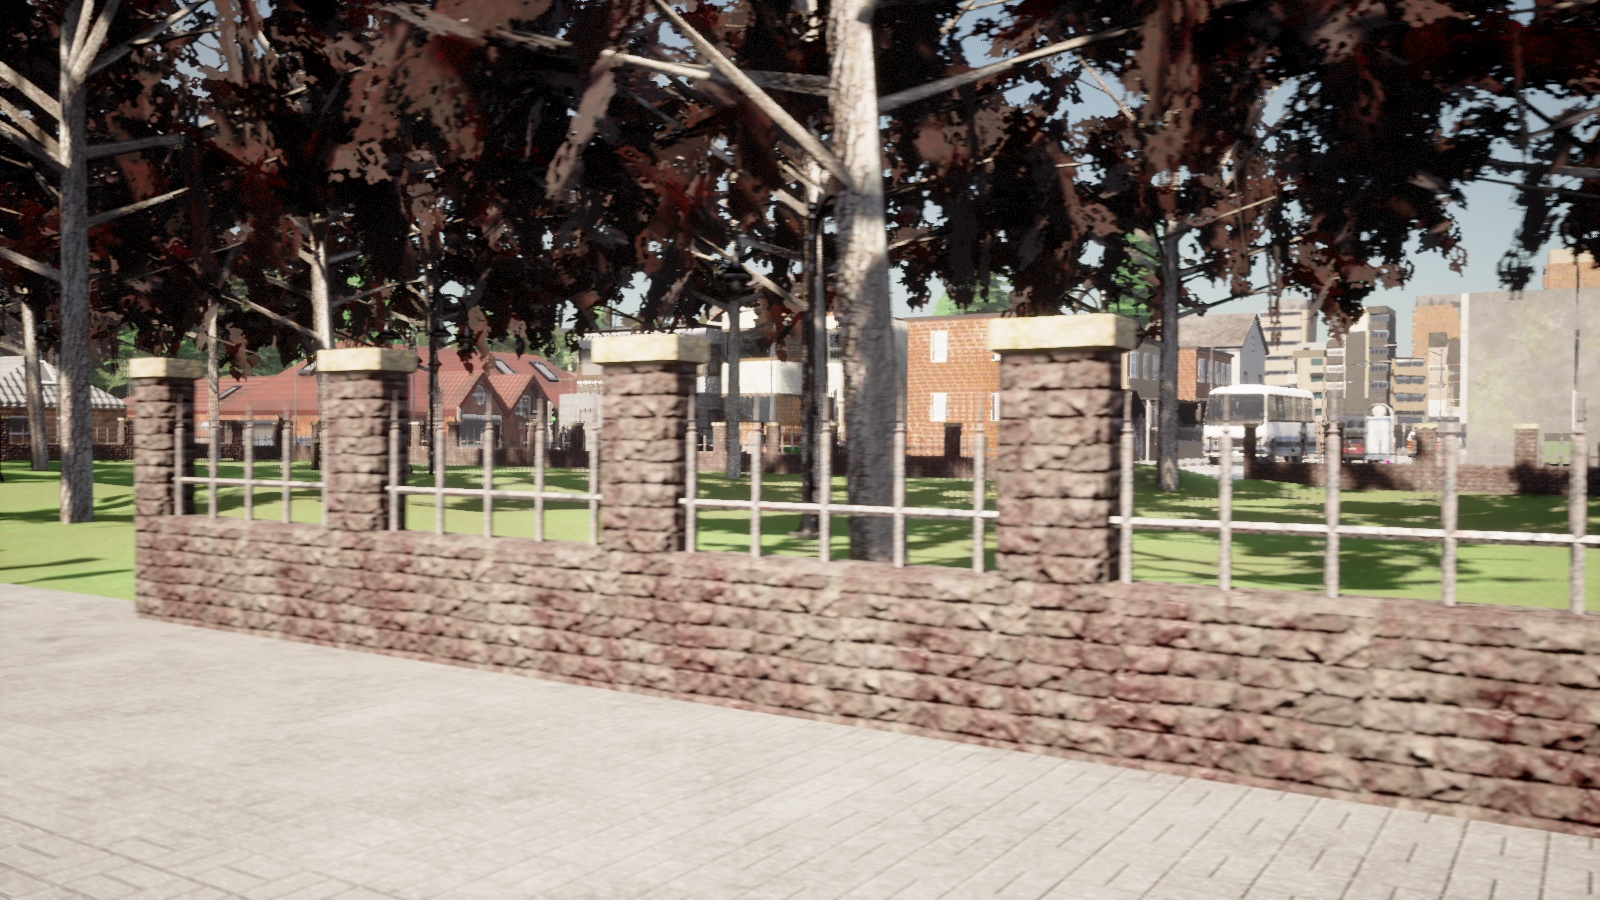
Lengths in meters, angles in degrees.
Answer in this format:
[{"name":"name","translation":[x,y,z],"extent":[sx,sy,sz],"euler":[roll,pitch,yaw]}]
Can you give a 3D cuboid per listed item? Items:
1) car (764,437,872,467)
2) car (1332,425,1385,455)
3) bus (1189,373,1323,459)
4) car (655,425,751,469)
[{"name":"car","translation":[0.798,0.094,57.171],"extent":[4.718,1.301,1.895],"euler":[0,1,39]},{"name":"car","translation":[31.856,-0.591,71.530],"extent":[2.033,1.649,4.856],"euler":[0,1,33]},{"name":"bus","translation":[24.608,-1.766,67.292],"extent":[3.944,4.253,10.273],"euler":[0,1,36]},{"name":"car","translation":[-4.334,-0.139,55.897],"extent":[3.866,1.878,1.905],"euler":[0,1,31]}]
